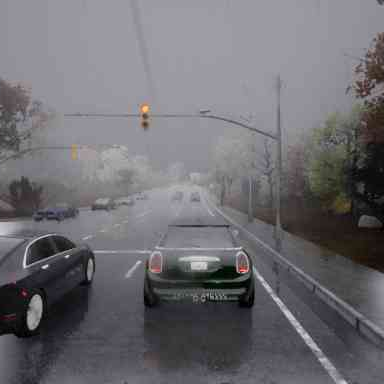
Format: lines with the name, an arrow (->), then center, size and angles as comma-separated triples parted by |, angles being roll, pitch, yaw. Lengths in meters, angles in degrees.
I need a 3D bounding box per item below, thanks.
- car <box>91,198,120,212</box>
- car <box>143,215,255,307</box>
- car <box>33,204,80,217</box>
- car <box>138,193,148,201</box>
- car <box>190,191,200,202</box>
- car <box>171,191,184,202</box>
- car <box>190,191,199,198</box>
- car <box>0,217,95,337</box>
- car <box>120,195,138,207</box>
car -> -10.304, 1.477, 39.055 | 1.882, 1.535, 5.008 | 0, 0, 1
car -> 0.143, 1.352, 8.127 | 2.097, 1.767, 4.553 | 0, 0, 0
car -> -10.423, 1.601, 25.815 | 1.895, 1.301, 4.718 | 0, 0, 1
car -> -9.986, 0.971, 66.573 | 2.033, 1.411, 5.357 | 0, 3, 0
car -> 0.598, 1.164, 62.736 | 2.033, 1.411, 5.357 | 0, 3, 1
car -> -2.984, 1.070, 64.608 | 2.033, 1.411, 5.357 | 0, 3, 1
car -> 0.609, 0.516, 75.150 | 2.033, 1.411, 5.357 | 0, 3, 1
car -> -3.377, 1.505, 6.627 | 1.837, 1.490, 4.892 | 0, 0, 0
car -> -10.179, 1.543, 51.881 | 1.994, 1.385, 4.181 | 0, 1, 1
